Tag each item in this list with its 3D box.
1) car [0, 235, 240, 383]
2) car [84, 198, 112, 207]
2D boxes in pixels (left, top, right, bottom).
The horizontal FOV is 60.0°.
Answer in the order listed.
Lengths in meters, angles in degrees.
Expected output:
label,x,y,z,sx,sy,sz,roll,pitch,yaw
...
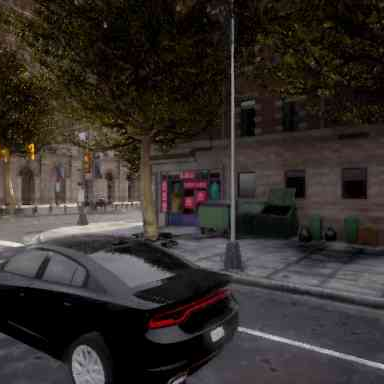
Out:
label,x,y,z,sx,sy,sz,roll,pitch,yaw
car,-1.726,1.411,5.100,5.008,1.535,1.882,0,0,35
car,-14.671,1.593,51.104,1.895,1.301,4.718,0,0,36
